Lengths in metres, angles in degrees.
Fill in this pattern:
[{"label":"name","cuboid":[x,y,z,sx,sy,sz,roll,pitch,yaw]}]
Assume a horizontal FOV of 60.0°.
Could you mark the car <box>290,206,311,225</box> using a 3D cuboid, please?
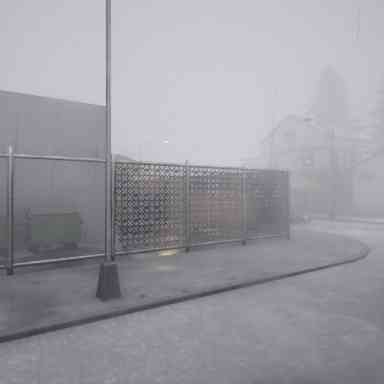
[{"label":"car","cuboid":[5.865,1.491,23.106,2.128,1.511,4.902,0,0,-36]}]
